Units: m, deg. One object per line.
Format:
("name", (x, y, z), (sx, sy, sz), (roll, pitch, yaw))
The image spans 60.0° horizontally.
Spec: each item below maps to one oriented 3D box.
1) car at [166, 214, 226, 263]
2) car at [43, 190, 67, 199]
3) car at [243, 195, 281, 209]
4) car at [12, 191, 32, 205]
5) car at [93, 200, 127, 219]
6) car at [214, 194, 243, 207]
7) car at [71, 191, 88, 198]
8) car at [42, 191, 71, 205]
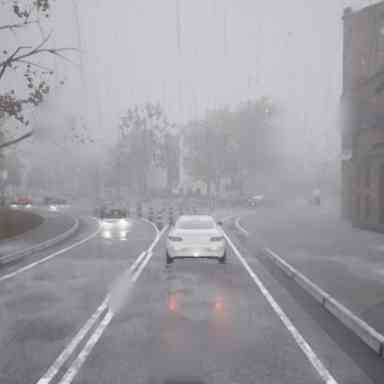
("car", (0.125, 1.493, 11.708), (1.812, 1.442, 4.674), (0, 0, 0))
("car", (-25.823, 0.444, 62.959), (1.994, 1.385, 4.181), (0, 2, 16))
("car", (8.255, 1.065, 37.787), (4.674, 1.442, 1.812), (-2, 2, -45))
("car", (-22.889, 0.712, 44.716), (2.097, 1.767, 4.553), (-1, 2, -31))
("car", (-6.637, 1.359, 26.797), (1.994, 1.385, 4.181), (-1, 1, -28))
("car", (4.971, 0.985, 40.063), (4.892, 1.490, 1.837), (-1, 3, -26))
("car", (-21.999, 0.413, 64.149), (1.994, 1.385, 4.181), (1, 2, 22))
("car", (-18.222, 0.885, 43.905), (1.837, 1.490, 4.892), (-3, 3, -42))
